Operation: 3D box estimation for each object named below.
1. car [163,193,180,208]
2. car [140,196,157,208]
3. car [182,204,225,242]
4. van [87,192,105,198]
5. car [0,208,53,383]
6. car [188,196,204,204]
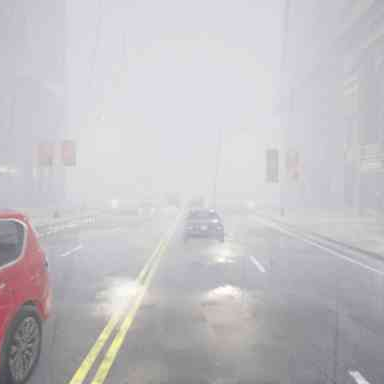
[{"bbox_3d":[-2.830,1.102,46.670,2.150,2.045,5.566,0,0,1],"label":"car"},{"bbox_3d":[-6.082,1.341,46.662,1.882,1.535,5.008,0,0,1],"label":"car"},{"bbox_3d":[0.514,1.519,16.081,2.033,1.411,5.357,0,0,0],"label":"car"},{"bbox_3d":[-26.736,0.911,90.858,3.998,1.788,1.690,1,1,0],"label":"van"},{"bbox_3d":[-2.957,1.200,2.281,2.150,2.045,5.566,0,0,0],"label":"car"},{"bbox_3d":[0.570,1.260,44.530,2.097,1.767,4.553,0,0,0],"label":"car"}]
